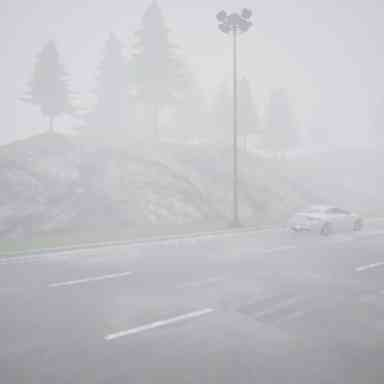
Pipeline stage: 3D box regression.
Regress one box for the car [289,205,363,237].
[{"bbox_3d":[6.972,1.400,17.314,4.674,1.442,1.812,-1,0,-35],"label":"car"}]
